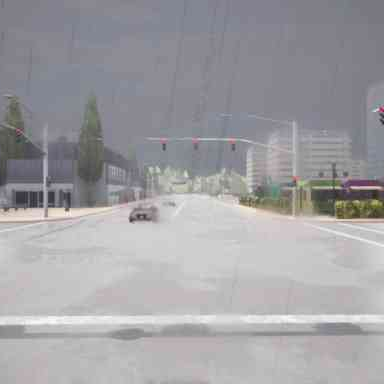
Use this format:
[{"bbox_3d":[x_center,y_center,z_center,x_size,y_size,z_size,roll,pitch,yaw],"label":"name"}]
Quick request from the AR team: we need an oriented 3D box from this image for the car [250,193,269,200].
[{"bbox_3d":[17.779,1.143,87.418,4.605,1.855,1.932,0,0,-2],"label":"car"}]

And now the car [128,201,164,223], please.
[{"bbox_3d":[-3.498,1.565,25.112,1.994,1.385,4.181,0,0,0],"label":"car"}]

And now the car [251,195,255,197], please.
[{"bbox_3d":[17.798,1.146,84.523,3.866,1.878,1.905,0,0,-2],"label":"car"}]

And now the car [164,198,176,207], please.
[{"bbox_3d":[-3.495,1.595,50.935,1.895,1.301,4.718,0,0,0],"label":"car"}]
